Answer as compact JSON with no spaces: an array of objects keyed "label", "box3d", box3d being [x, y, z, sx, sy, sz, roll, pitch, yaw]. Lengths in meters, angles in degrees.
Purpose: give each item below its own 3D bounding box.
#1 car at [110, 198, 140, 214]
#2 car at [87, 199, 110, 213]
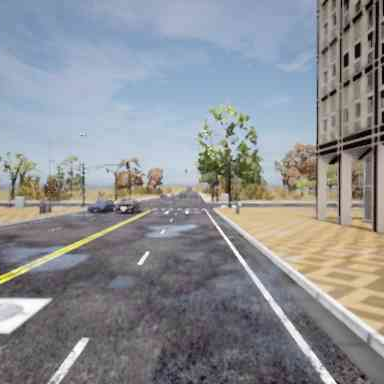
[{"label":"car","box3d":[-6.541,1.431,34.289,2.128,1.511,4.902,0,0,1]},{"label":"car","box3d":[-9.770,1.483,36.355,2.033,1.411,5.357,0,0,0]}]
